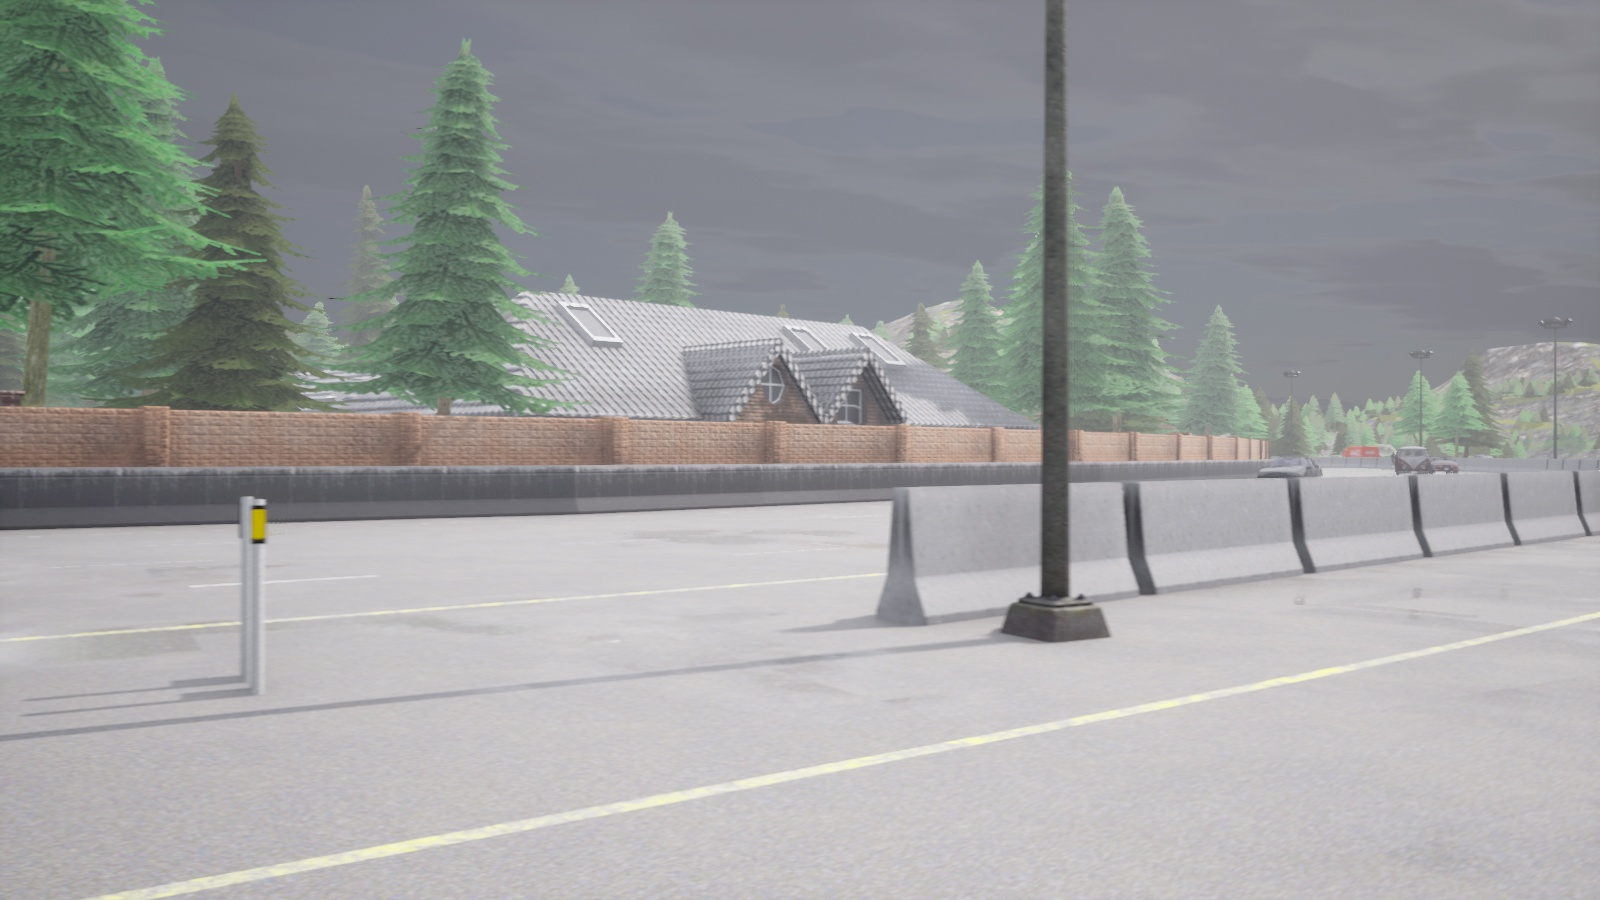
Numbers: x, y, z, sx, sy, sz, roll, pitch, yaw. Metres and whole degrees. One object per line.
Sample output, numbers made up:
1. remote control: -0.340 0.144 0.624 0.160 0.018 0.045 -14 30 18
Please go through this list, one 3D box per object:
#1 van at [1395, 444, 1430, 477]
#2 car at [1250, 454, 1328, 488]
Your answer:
1. van: 37.590 0.619 77.086 1.775 1.987 4.442 0 0 24
2. car: 21.813 0.892 55.866 2.033 1.411 5.357 0 0 35
